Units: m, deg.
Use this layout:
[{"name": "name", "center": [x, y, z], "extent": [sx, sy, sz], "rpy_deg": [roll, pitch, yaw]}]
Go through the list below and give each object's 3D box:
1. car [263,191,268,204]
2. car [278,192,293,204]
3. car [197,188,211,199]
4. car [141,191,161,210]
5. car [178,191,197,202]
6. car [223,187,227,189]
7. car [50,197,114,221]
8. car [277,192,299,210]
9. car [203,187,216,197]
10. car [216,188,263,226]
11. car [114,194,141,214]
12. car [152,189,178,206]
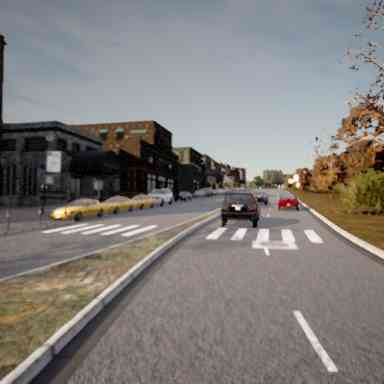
[{"name": "car", "center": [8.903, 0.654, 43.775], "extent": [2.097, 1.767, 4.553], "rpy_deg": [0, 1, 15]}, {"name": "car", "center": [12.661, 0.747, 45.345], "extent": [1.837, 1.490, 4.892], "rpy_deg": [0, 1, 15]}, {"name": "car", "center": [1.426, 0.459, 62.337], "extent": [2.231, 1.521, 4.892], "rpy_deg": [0, 1, 14]}, {"name": "car", "center": [-5.445, 0.989, 35.257], "extent": [1.946, 1.575, 5.366], "rpy_deg": [0, 1, 14]}, {"name": "car", "center": [-1.304, 0.699, 51.593], "extent": [2.163, 1.488, 4.792], "rpy_deg": [0, 1, 14]}, {"name": "car", "center": [6.781, 0.039, 83.447], "extent": [1.946, 1.575, 5.366], "rpy_deg": [0, 1, 14]}, {"name": "car", "center": [-8.171, 1.202, 24.553], "extent": [1.946, 1.575, 5.366], "rpy_deg": [0, 1, 14]}, {"name": "car", "center": [9.577, 0.960, 33.292], "extent": [1.882, 1.535, 5.008], "rpy_deg": [0, 1, 14]}, {"name": "car", "center": [2.773, 0.102, 67.653], "extent": [2.435, 2.045, 5.566], "rpy_deg": [0, 1, 14]}, {"name": "car", "center": [3.195, 0.971, 21.292], "extent": [2.150, 2.045, 5.566], "rpy_deg": [0, 1, 13]}, {"name": "car", "center": [-6.803, 1.094, 29.903], "extent": [1.946, 1.575, 5.366], "rpy_deg": [0, 1, 14]}, {"name": "car", "center": [-4.016, 0.630, 40.881], "extent": [2.435, 2.045, 5.566], "rpy_deg": [0, 1, 14]}]
